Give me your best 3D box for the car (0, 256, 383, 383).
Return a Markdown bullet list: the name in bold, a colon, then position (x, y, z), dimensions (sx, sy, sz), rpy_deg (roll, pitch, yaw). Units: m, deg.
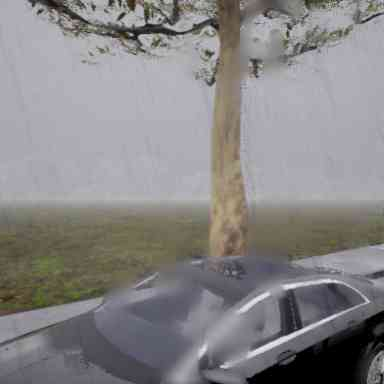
- **car**: position (0.241, 1.490, 3.244), dimensions (4.902, 1.511, 2.128), rpy_deg (0, 0, -35)
